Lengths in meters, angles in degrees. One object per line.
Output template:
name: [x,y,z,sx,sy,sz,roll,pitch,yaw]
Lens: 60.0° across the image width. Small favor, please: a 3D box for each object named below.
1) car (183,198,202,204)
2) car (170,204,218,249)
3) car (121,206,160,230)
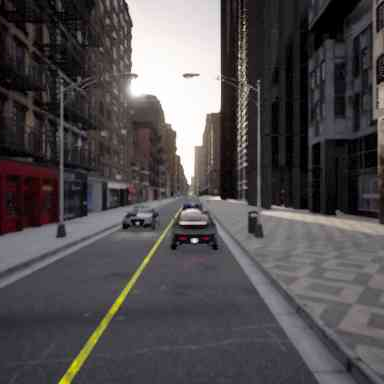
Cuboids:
car: [0.083,1.398,37.182,2.097,1.767,4.553,0,0,0]
car: [0.093,1.525,14.731,1.837,1.490,4.892,0,0,0]
car: [-3.105,1.590,20.957,1.994,1.385,4.181,0,0,0]
